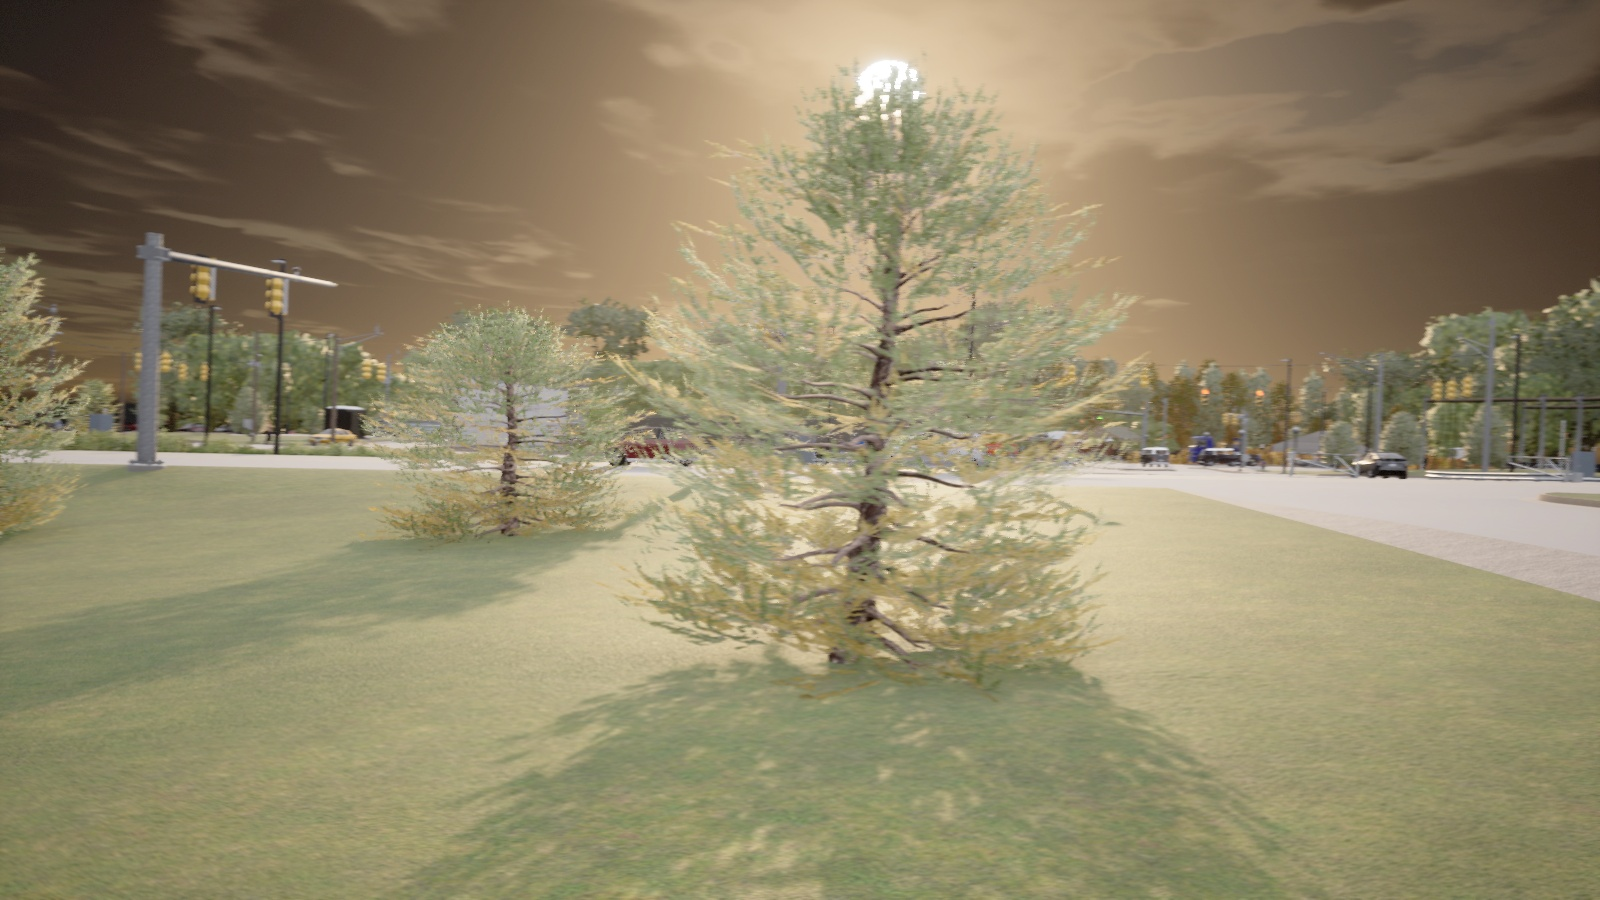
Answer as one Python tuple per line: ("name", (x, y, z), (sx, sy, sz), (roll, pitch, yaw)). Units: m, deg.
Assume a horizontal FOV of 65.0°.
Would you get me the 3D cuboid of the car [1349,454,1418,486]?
("car", (30.511, 1.032, 65.834), (2.007, 1.525, 4.514), (2, 1, 8))
